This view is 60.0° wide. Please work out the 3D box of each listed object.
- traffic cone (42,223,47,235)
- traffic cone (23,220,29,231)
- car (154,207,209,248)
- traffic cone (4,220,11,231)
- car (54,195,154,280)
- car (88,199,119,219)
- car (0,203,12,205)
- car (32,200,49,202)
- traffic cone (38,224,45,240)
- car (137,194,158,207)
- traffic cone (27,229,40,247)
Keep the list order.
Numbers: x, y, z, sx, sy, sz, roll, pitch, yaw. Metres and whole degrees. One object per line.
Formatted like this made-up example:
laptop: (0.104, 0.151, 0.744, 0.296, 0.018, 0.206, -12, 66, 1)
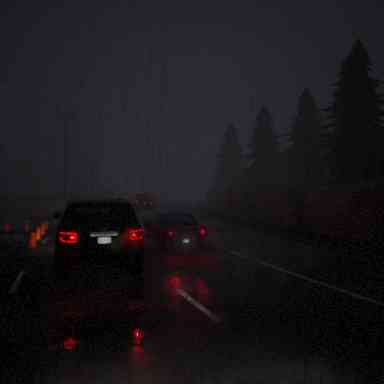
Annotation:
traffic cone: (-7.709, 1.893, 17.186, 0.340, 0.580, 0.340, 0, 0, -19)
traffic cone: (-9.301, 1.880, 18.756, 0.340, 0.580, 0.340, 0, 0, -19)
car: (-0.914, 1.595, 14.991, 1.895, 1.301, 4.718, 0, 0, -18)
traffic cone: (-10.248, 1.872, 18.433, 0.340, 0.580, 0.340, 0, 0, -19)
car: (-2.957, 1.198, 10.193, 2.150, 2.045, 5.566, 0, 0, -20)
car: (-7.712, 1.430, 29.478, 2.128, 1.511, 4.902, 0, 0, -8)
car: (-22.726, 1.364, 38.297, 2.033, 1.411, 5.357, 0, 0, -2)
car: (-19.227, 1.352, 41.919, 1.837, 1.490, 4.892, 0, 0, 0)
traffic cone: (-7.064, 1.898, 15.293, 0.340, 0.580, 0.340, 0, 0, -19)
car: (-4.836, 1.185, 34.954, 2.150, 2.045, 5.566, 0, 0, -5)
traffic cone: (-6.418, 1.904, 13.400, 0.340, 0.580, 0.340, 0, 0, -19)
